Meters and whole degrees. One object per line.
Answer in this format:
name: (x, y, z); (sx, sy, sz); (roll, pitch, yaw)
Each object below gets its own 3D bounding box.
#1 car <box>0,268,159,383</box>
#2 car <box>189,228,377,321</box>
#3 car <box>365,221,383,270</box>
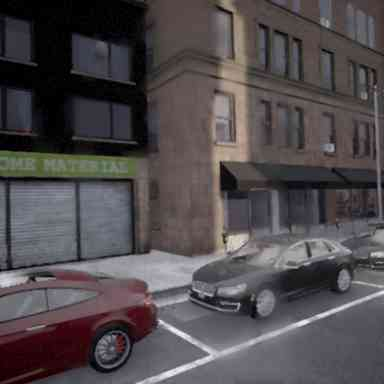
car: (-2.455, 1.763, 4.368); (4.206, 1.307, 1.802); (-1, -2, -35)
car: (1.961, 1.676, 7.497); (4.403, 1.369, 2.008); (-1, -2, -35)
car: (6.378, 1.618, 10.625); (4.403, 1.369, 2.008); (-1, -2, -35)
